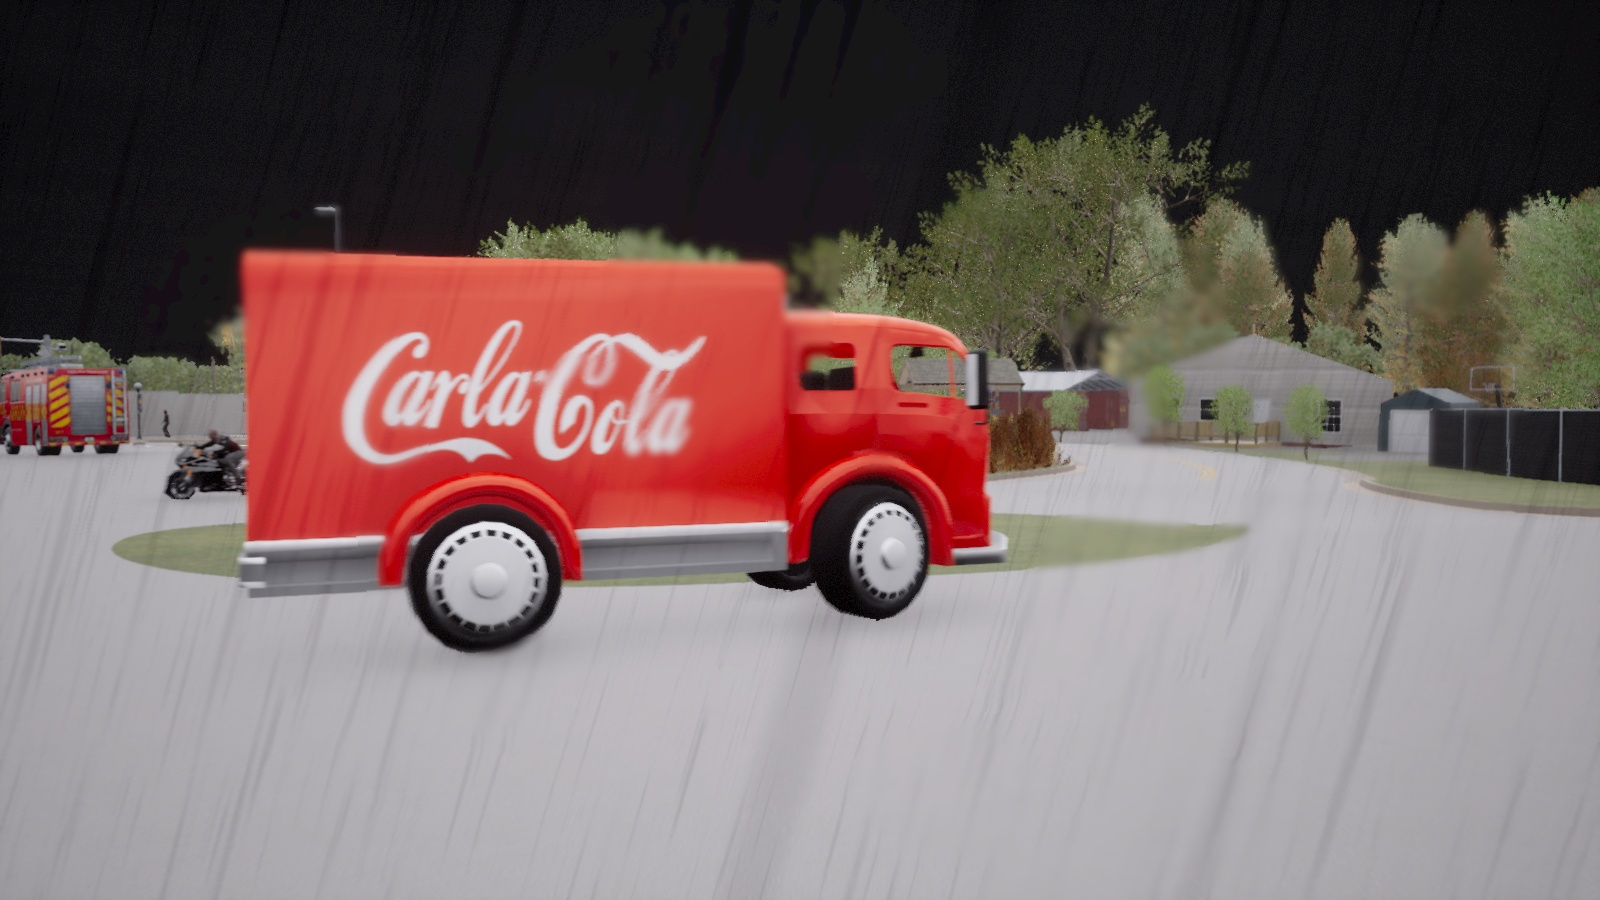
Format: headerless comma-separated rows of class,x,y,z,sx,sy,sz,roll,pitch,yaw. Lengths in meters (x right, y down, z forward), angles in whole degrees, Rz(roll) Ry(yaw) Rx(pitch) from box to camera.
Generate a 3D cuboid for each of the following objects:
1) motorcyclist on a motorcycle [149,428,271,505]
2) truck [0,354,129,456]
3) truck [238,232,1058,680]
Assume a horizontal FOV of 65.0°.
motorcyclist on a motorcycle,-12.481,0.315,26.623,0.866,1.530,2.191,2,2,39
truck,-30.111,-1.756,50.911,2.891,3.827,8.468,-3,2,-43
truck,-1.110,-0.025,9.065,5.204,2.467,2.627,-1,1,-21
